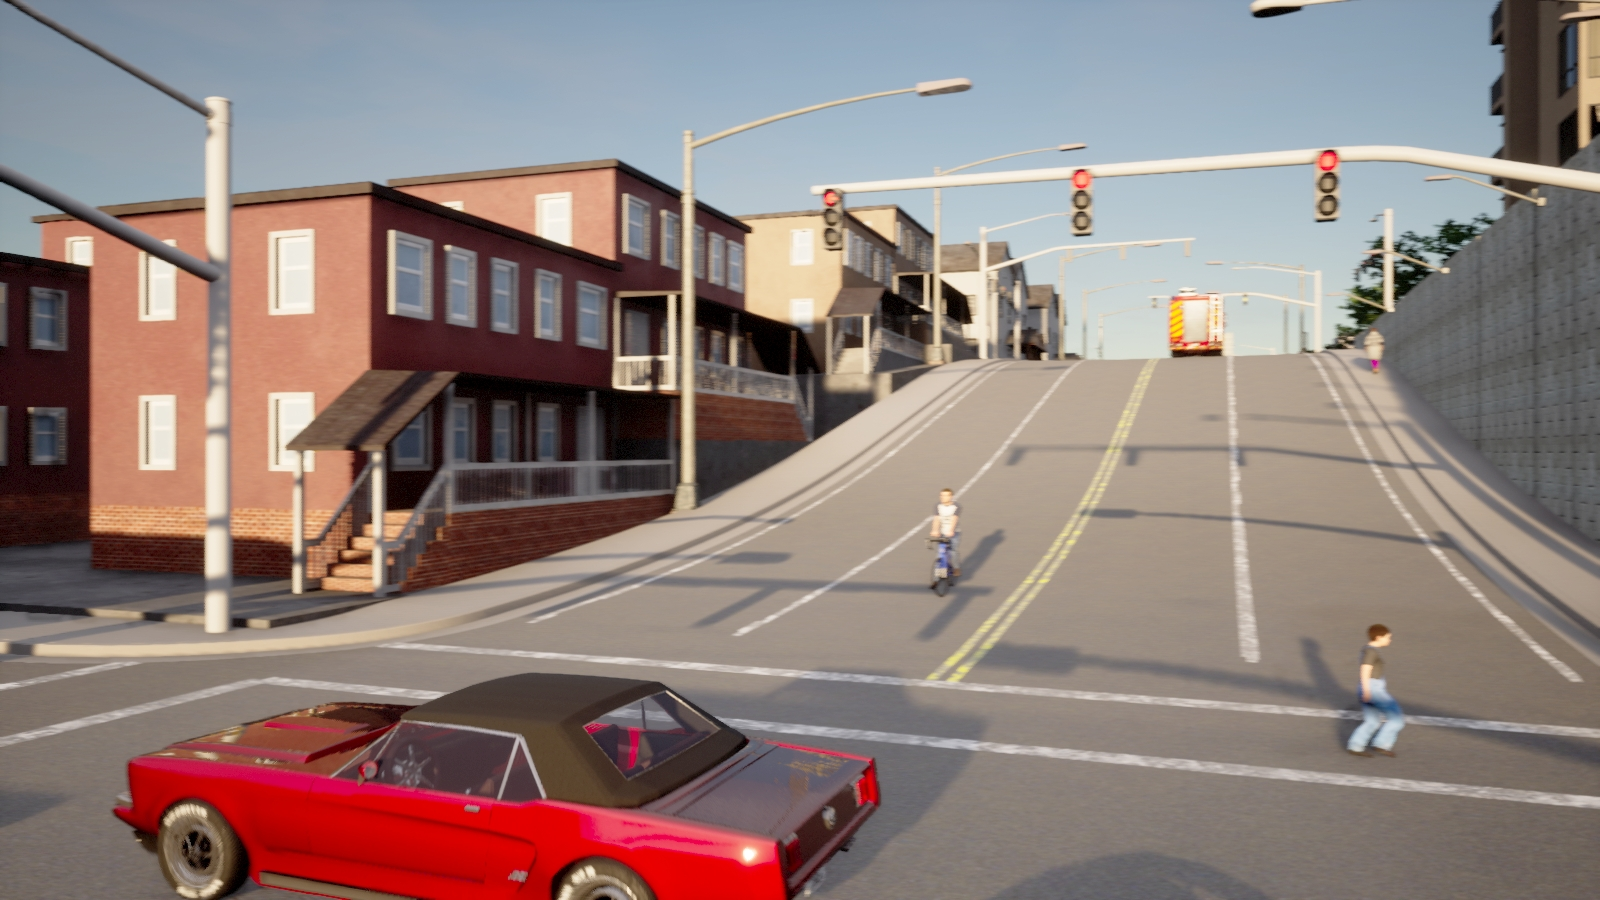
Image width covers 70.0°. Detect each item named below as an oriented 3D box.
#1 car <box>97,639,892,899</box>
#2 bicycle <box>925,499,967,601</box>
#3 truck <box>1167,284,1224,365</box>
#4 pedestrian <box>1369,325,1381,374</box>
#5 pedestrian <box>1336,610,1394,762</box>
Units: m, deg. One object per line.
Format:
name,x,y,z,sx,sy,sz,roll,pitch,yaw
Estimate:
car,-1.943,2.153,7.352,4.718,1.301,1.895,0,0,20
bicycle,2.564,1.709,19.956,0.373,1.521,1.643,0,4,19
truck,23.031,-7.121,66.279,2.891,3.827,8.468,0,1,20
pedestrian,22.581,-3.944,44.877,0.375,1.860,0.375,0,0,21
pedestrian,5.139,2.133,10.399,0.375,1.300,0.375,0,0,9
